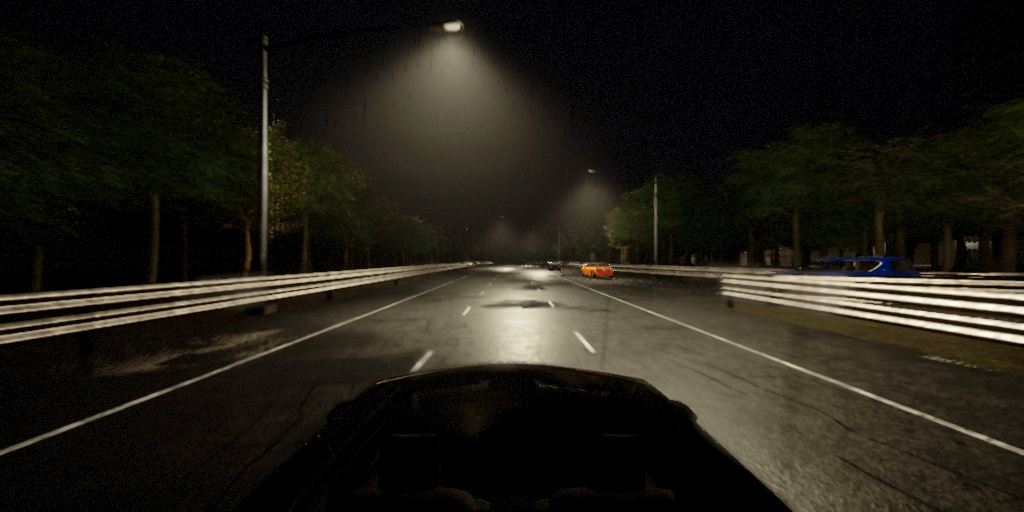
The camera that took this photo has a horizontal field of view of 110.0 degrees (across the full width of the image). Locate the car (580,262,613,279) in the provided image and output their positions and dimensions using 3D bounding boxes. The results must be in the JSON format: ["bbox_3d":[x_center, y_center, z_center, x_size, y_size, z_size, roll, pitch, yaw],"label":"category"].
[{"bbox_3d":[8.867,1.421,37.926,2.097,1.767,4.553,0,0,-10],"label":"car"}]

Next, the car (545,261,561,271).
[{"bbox_3d":[6.871,1.814,58.800,1.895,1.301,4.718,0,0,2],"label":"car"}]

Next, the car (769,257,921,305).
[{"bbox_3d":[15.226,1.094,16.891,2.150,2.045,5.566,0,-1,-22],"label":"car"}]
